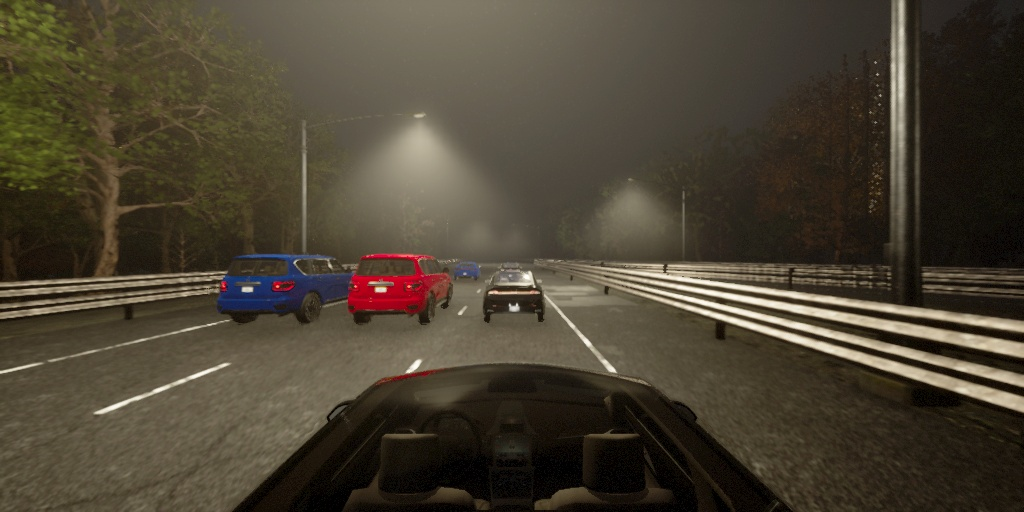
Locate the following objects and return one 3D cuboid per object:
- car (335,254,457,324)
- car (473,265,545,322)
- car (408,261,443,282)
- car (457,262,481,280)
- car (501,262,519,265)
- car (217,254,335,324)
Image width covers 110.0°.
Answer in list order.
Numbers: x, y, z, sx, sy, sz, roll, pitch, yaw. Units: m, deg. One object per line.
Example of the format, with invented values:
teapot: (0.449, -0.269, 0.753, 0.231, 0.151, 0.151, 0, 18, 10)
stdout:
car: (-3.447, 0.969, 12.057, 2.150, 2.045, 5.566, 0, 0, 0)
car: (0.048, 1.237, 12.321, 2.128, 1.511, 4.902, 0, 0, 0)
car: (-7.192, 1.230, 30.278, 1.882, 1.535, 5.008, 0, 0, -1)
car: (-3.691, 1.228, 30.231, 1.882, 1.535, 5.008, 0, 0, -1)
car: (-0.159, 1.240, 28.552, 2.128, 1.511, 4.902, 0, 0, -1)
car: (-6.948, 0.970, 12.076, 2.150, 2.045, 5.566, 0, 0, 0)
